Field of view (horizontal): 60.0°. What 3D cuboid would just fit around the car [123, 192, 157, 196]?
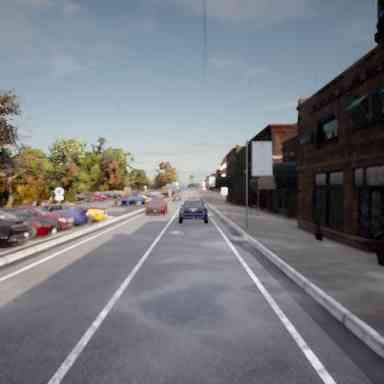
[{"bbox_3d":[-9.541,1.274,59.512,5.366,1.575,1.946,0,0,0],"label":"car"}]

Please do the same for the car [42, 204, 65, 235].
[{"bbox_3d":[-9.303,1.542,16.707,4.792,1.488,2.163,0,0,0],"label":"car"}]

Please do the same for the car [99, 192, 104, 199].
[{"bbox_3d":[-21.835,1.278,70.719,4.792,1.488,2.163,0,0,0],"label":"car"}]

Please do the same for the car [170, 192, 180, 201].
[{"bbox_3d":[-3.199,1.216,73.691,1.812,1.442,4.674,0,1,0],"label":"car"}]

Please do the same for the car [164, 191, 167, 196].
[{"bbox_3d":[-9.217,1.189,82.138,4.674,1.452,2.002,0,1,0],"label":"car"}]

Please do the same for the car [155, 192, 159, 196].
[{"bbox_3d":[-9.334,1.270,62.337,5.008,1.535,2.097,0,0,0],"label":"car"}]

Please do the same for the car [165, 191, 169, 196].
[{"bbox_3d":[-9.197,1.092,84.962,5.008,1.535,2.097,0,1,0],"label":"car"}]

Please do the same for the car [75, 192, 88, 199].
[{"bbox_3d":[-21.931,1.276,59.425,5.008,1.535,2.097,0,0,0],"label":"car"}]

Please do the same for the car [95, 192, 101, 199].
[{"bbox_3d":[-21.853,1.285,67.895,4.792,1.488,2.163,0,0,0],"label":"car"}]

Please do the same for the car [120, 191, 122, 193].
[{"bbox_3d":[-21.726,0.911,87.678,4.553,1.767,2.185,0,1,0],"label":"car"}]

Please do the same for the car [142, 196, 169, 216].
[{"bbox_3d":[-3.351,1.439,32.443,1.882,1.535,5.008,0,0,0],"label":"car"}]

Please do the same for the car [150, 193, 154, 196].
[{"bbox_3d":[-9.376,1.324,56.685,4.674,1.452,2.002,0,0,0],"label":"car"}]

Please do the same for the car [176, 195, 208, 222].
[{"bbox_3d":[0.097,1.325,25.779,2.097,1.767,4.553,0,0,0],"label":"car"}]

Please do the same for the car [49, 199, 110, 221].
[{"bbox_3d":[-9.118,1.505,25.056,5.366,1.575,1.946,0,0,0],"label":"car"}]

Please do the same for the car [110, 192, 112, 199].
[{"bbox_3d":[-21.824,1.231,76.378,5.008,1.535,2.097,0,0,0],"label":"car"}]

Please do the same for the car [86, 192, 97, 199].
[{"bbox_3d":[-21.906,1.263,65.197,4.892,1.521,2.231,0,0,0],"label":"car"}]

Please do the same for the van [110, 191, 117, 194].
[{"bbox_3d":[-21.674,0.922,82.153,4.442,1.987,1.878,0,1,0],"label":"van"}]

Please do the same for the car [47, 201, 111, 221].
[{"bbox_3d":[-9.310,1.547,27.698,4.674,1.452,2.002,-1,0,1],"label":"car"}]

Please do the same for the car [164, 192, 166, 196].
[{"bbox_3d":[-9.239,1.241,79.304,4.674,1.452,2.002,0,1,0],"label":"car"}]

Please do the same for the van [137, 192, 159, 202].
[{"bbox_3d":[-9.404,1.024,70.813,4.442,1.987,1.878,0,0,0],"label":"van"}]

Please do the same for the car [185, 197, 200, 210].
[{"bbox_3d":[0.094,1.445,43.010,1.837,1.490,4.892,0,0,0],"label":"car"}]

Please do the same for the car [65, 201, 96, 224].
[{"bbox_3d":[-9.342,1.539,22.273,4.792,1.488,2.163,0,0,0],"label":"car"}]

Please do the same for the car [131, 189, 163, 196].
[{"bbox_3d":[-9.277,1.005,67.987,5.566,2.045,2.435,0,0,0],"label":"car"}]

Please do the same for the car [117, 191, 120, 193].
[{"bbox_3d":[-21.806,1.121,84.984,4.792,1.488,2.163,0,1,0],"label":"car"}]

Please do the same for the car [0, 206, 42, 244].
[{"bbox_3d":[-9.334,1.516,13.924,4.892,1.521,2.231,0,0,0],"label":"car"}]

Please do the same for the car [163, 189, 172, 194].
[{"bbox_3d":[-9.180,0.670,93.432,5.566,2.045,2.435,0,1,0],"label":"car"}]

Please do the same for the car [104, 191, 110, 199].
[{"bbox_3d":[-21.819,0.990,73.542,5.566,2.045,2.435,0,0,0],"label":"car"}]

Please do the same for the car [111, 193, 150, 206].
[{"bbox_3d":[-9.436,1.328,51.033,4.792,1.488,2.163,0,0,0],"label":"car"}]

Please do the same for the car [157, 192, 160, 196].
[{"bbox_3d":[-9.327,1.263,65.162,5.008,1.535,2.097,0,0,0],"label":"car"}]

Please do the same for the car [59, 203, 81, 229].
[{"bbox_3d":[-9.325,1.551,19.490,4.674,1.452,2.002,0,0,0],"label":"car"}]

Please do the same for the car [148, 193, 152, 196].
[{"bbox_3d":[-9.392,1.331,53.860,4.674,1.452,2.002,0,0,0],"label":"car"}]
